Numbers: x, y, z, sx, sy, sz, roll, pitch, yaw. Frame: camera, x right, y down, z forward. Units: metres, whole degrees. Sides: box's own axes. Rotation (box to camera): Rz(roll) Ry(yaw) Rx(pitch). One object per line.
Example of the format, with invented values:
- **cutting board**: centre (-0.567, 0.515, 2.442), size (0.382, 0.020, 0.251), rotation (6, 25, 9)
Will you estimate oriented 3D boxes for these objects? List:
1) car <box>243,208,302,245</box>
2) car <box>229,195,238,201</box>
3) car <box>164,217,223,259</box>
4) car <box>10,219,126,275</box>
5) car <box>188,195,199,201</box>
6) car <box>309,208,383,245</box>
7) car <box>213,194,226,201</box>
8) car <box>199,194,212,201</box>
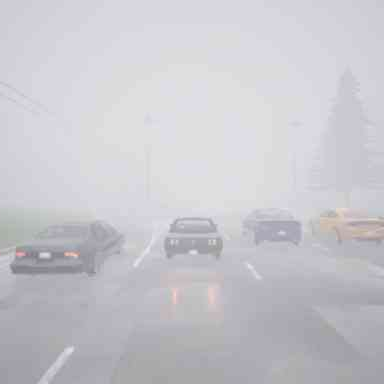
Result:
- **car**: centre (3.581, 1.479, 15.636), size (1.882, 1.535, 5.008), rotation (0, 0, 0)
- **car**: centre (10.523, 1.504, 85.370), size (1.837, 1.490, 4.892), rotation (0, 0, 2)
- **car**: centre (0.062, 1.602, 12.668), size (1.895, 1.301, 4.718), rotation (0, 0, 0)
- **car**: centre (-3.458, 1.548, 10.386), size (2.033, 1.411, 5.357), rotation (0, 0, 1)
- **car**: centre (0.046, 1.557, 86.766), size (1.994, 1.385, 4.181), rotation (0, 0, 2)
- **car**: centre (7.081, 1.479, 15.641), size (1.882, 1.535, 5.008), rotation (0, 0, 0)
- **car**: centre (7.029, 1.528, 85.759), size (1.812, 1.442, 4.674), rotation (0, 0, 2)
- **car**: centre (3.541, 1.504, 86.466), size (1.837, 1.490, 4.892), rotation (0, 0, 2)
